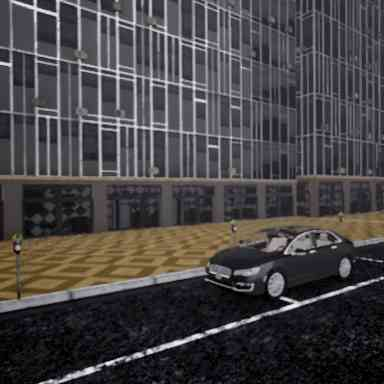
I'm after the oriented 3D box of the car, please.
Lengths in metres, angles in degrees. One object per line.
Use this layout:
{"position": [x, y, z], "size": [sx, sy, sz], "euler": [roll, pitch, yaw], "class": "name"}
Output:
{"position": [2.334, 1.542, 8.240], "size": [4.403, 1.369, 2.008], "euler": [0, 0, -36], "class": "car"}
